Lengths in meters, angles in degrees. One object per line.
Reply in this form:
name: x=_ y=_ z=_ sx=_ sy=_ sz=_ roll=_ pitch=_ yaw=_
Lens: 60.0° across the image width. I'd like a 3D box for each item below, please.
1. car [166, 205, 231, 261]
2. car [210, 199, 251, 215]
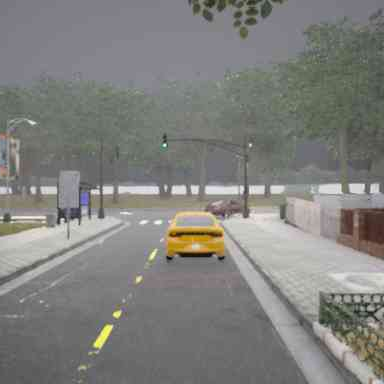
car: x=0.101 y=1.459 z=12.245 sx=1.882 sy=1.535 sz=5.008 roll=0 pitch=0 yaw=0
car: x=3.012 y=1.332 z=27.774 sx=1.812 sy=1.442 sz=4.674 roll=-5 pitch=-1 yaw=45
